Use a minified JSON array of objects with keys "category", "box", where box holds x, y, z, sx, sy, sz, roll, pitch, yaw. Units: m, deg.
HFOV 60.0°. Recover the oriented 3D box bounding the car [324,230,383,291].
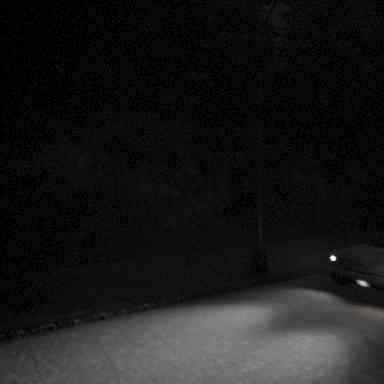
[{"category":"car","box":[5.386,1.591,8.141,4.718,1.301,1.895,0,0,-34]}]
